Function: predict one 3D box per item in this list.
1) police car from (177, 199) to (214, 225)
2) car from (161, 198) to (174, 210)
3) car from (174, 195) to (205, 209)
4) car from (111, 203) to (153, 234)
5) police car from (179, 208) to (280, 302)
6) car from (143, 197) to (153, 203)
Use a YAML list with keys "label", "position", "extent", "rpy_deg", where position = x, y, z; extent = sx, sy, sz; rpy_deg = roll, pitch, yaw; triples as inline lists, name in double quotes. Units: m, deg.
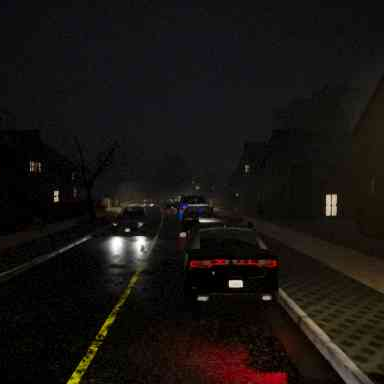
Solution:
- label: "police car"
  position: [0.334, 1.445, 18.534]
  extent: [1.930, 1.638, 5.238]
  rpy_deg: [0, 0, -3]
- label: "car"
  position: [-2.812, 1.742, 45.619]
  extent: [1.895, 1.301, 4.718]
  rpy_deg: [0, 0, -7]
- label: "car"
  position: [-0.014, 1.264, 24.484]
  extent: [2.150, 2.045, 5.566]
  rpy_deg: [0, 0, -4]
- label: "car"
  position: [-3.431, 1.579, 19.662]
  extent: [2.033, 1.411, 5.357]
  rpy_deg: [0, 0, -3]
- label: "police car"
  position: [0.713, 1.426, 8.476]
  extent: [1.930, 1.638, 5.238]
  rpy_deg: [0, 0, -1]
- label: "car"
  position: [-9.377, 1.843, 70.326]
  extent: [1.882, 1.535, 5.008]
  rpy_deg: [0, -1, -10]
